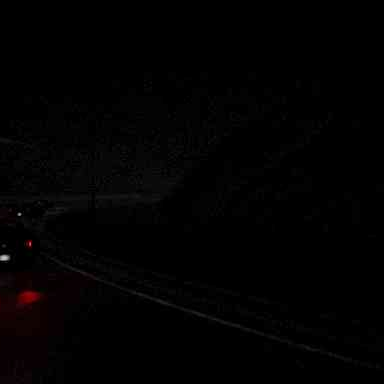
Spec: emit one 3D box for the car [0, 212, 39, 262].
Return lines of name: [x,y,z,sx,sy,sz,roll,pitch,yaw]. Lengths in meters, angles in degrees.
car: [-6.660,1.557,11.165,1.895,1.301,4.718,0,0,-37]

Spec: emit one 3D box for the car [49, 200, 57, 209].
car: [-18.022,1.434,39.867,1.994,1.385,4.181,0,0,7]

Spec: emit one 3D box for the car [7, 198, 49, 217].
car: [-14.341,1.501,29.058,1.895,1.301,4.718,0,0,-10]
